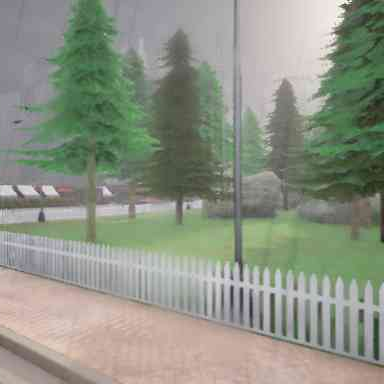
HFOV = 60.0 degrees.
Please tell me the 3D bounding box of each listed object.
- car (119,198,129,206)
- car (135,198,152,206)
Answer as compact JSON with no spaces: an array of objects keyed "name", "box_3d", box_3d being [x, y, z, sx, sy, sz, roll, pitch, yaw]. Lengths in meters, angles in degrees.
[{"name":"car","box_3d":[-9.898,1.646,54.096,1.994,1.385,4.181,0,0,34]},{"name":"car","box_3d":[-6.457,1.426,52.928,2.097,1.767,4.553,0,0,34]}]
